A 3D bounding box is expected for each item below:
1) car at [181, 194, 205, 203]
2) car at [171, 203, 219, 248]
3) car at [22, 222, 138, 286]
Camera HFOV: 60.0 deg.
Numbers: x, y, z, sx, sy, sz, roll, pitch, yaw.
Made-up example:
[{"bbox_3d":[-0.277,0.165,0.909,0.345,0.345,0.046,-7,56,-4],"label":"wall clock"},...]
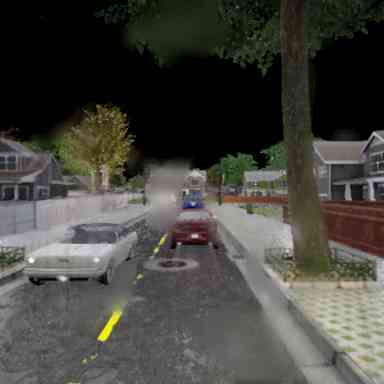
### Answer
[{"bbox_3d":[0.112,1.213,32.821,2.150,2.045,5.566,0,0,0],"label":"car"},{"bbox_3d":[0.106,1.476,14.732,1.882,1.535,5.008,0,0,0],"label":"car"},{"bbox_3d":[-2.848,1.600,9.539,1.895,1.301,4.718,0,0,0],"label":"car"}]
